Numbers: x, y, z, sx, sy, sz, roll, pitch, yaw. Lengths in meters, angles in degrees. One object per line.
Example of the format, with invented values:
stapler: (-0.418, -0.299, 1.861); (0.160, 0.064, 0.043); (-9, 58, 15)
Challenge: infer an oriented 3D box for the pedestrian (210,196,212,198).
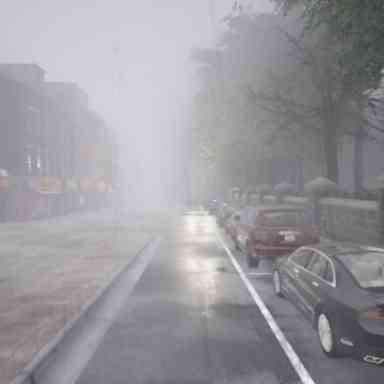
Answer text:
pedestrian: (2.739, 1.389, 47.753); (0.375, 1.860, 0.375); (-1, 1, 0)

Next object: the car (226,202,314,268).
car: (2.616, 1.321, 11.271); (2.192, 1.841, 5.009); (-1, 0, 0)

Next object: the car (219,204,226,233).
car: (2.619, 1.538, 16.891); (1.752, 1.417, 4.829); (-1, 0, 0)

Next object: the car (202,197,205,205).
car: (2.740, 1.562, 44.766); (1.882, 1.535, 5.008); (0, 0, 0)

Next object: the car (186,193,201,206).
car: (-0.006, 1.504, 58.800); (2.097, 1.767, 4.553); (0, 0, 0)

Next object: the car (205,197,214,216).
car: (2.613, 1.486, 33.072); (1.967, 1.590, 4.097); (-1, 0, 0)

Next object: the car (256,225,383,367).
car: (2.622, 1.552, 5.821); (2.008, 1.369, 4.403); (-1, 0, 0)

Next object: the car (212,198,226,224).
car: (2.616, 1.462, 22.172); (1.967, 1.590, 4.097); (-1, 0, 0)

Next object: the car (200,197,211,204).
car: (2.633, 1.739, 67.458); (2.008, 1.369, 4.403); (-1, 0, 0)

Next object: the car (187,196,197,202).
car: (-0.015, 1.583, 75.291); (2.033, 1.411, 5.357); (0, 0, 0)

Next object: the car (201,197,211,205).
car: (2.658, 1.704, 65.484); (1.752, 1.417, 4.829); (-1, 0, 0)
